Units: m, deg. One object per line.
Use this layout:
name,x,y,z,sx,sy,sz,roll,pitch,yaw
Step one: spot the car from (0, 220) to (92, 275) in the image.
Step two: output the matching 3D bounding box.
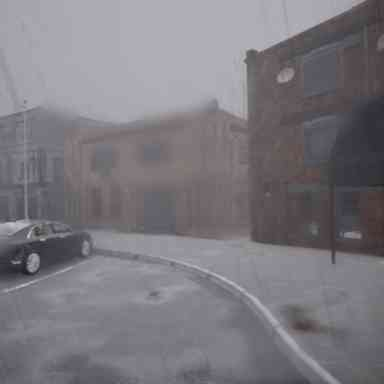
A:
car,-5.161,1.671,11.162,2.231,1.521,4.892,0,-1,12
